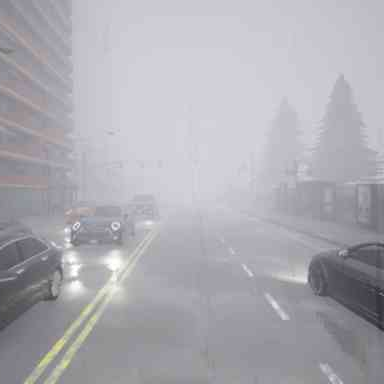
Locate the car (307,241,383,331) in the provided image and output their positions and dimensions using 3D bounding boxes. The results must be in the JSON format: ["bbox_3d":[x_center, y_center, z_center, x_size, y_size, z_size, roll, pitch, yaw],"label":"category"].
[{"bbox_3d":[3.728,1.542,5.929,1.994,1.385,4.181,0,0,-5],"label":"car"}]

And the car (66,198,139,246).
[{"bbox_3d":[-3.914,1.357,15.297,2.097,1.767,4.553,0,0,-1],"label":"car"}]

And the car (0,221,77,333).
[{"bbox_3d":[-3.695,1.522,5.531,1.837,1.490,4.892,0,0,-1],"label":"car"}]

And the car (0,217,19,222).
[{"bbox_3d":[-7.347,1.596,11.828,1.994,1.385,4.181,0,0,-2],"label":"car"}]

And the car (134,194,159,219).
[{"bbox_3d":[-4.212,1.209,29.478,2.150,2.045,5.566,0,0,0],"label":"car"}]

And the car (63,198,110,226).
[{"bbox_3d":[-7.625,1.369,24.586,2.097,1.767,4.553,0,0,-1],"label":"car"}]
